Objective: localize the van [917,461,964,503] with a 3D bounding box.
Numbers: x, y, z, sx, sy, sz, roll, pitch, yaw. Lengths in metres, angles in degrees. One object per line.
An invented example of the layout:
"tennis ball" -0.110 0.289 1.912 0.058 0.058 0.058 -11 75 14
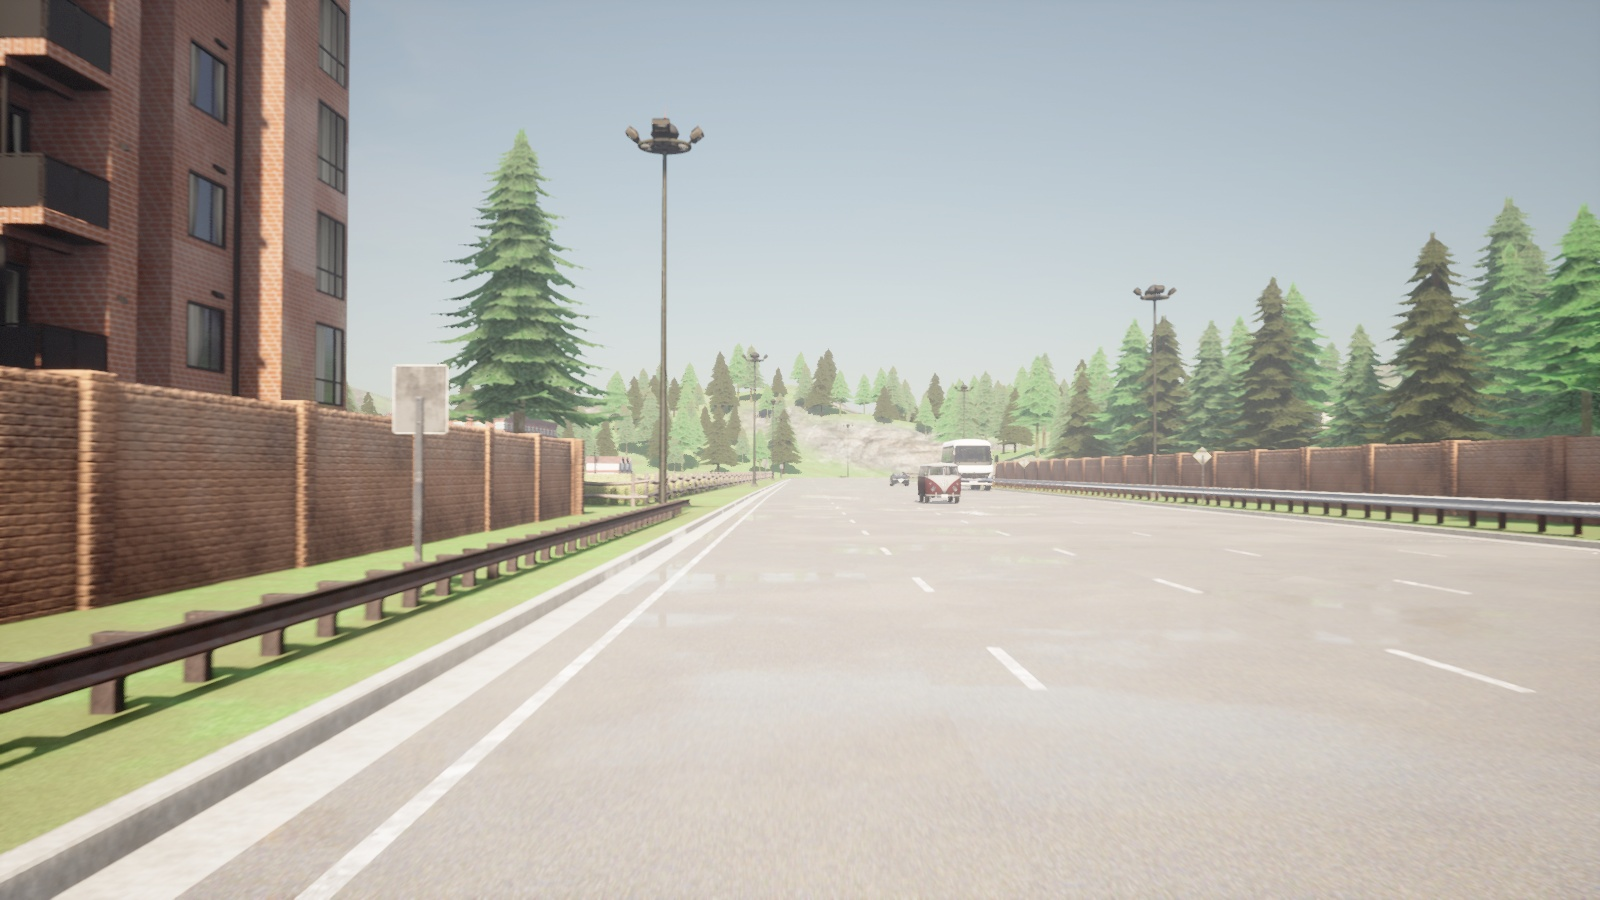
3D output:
"van" 6.849 1.572 61.706 1.775 1.987 4.442 0 -1 0
